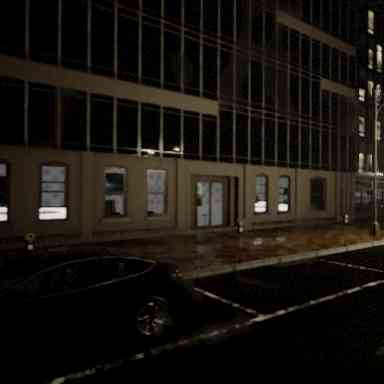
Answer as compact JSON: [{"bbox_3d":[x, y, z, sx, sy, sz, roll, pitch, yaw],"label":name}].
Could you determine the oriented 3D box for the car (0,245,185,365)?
[{"bbox_3d":[-2.115,1.573,5.047,4.313,1.339,1.947,0,0,-35],"label":"car"}]
